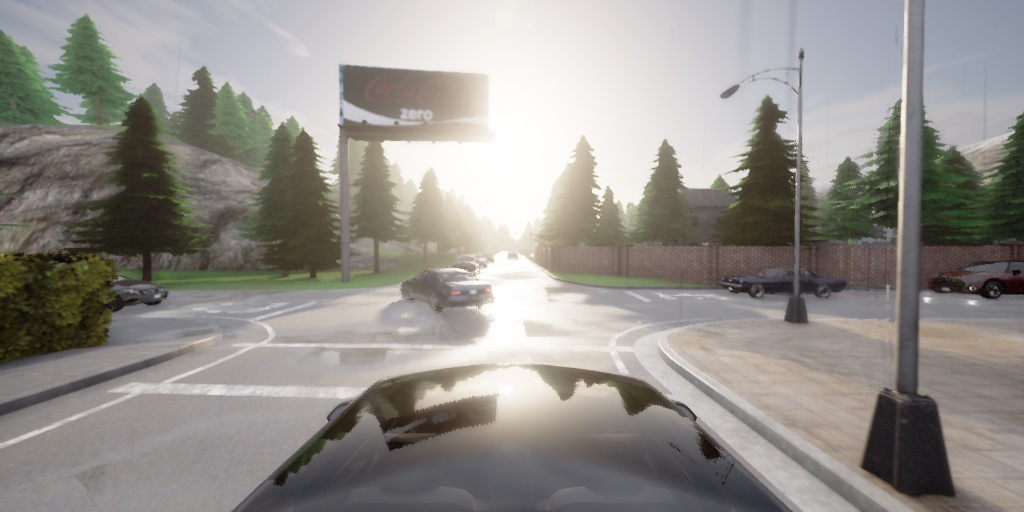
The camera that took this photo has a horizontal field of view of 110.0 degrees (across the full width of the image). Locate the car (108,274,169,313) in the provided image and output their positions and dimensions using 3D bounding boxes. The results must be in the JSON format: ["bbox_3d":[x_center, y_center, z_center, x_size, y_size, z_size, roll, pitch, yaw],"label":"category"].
[{"bbox_3d":[-15.321,1.211,12.895,4.674,1.442,1.812,0,1,-6],"label":"car"}]

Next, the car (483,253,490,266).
[{"bbox_3d":[-3.584,0.498,37.771,1.812,1.442,4.674,0,1,0],"label":"car"}]

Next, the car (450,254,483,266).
[{"bbox_3d":[-3.593,0.688,27.980,1.837,1.490,4.892,0,1,0],"label":"car"}]

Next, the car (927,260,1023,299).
[{"bbox_3d":[22.184,0.961,16.427,4.553,1.767,2.097,0,1,1],"label":"car"}]

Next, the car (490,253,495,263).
[{"bbox_3d":[-3.560,0.262,52.188,1.895,1.301,4.718,0,1,1],"label":"car"}]

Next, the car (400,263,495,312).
[{"bbox_3d":[-2.675,1.184,13.857,2.033,1.411,5.357,-1,2,-34],"label":"car"}]

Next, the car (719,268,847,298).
[{"bbox_3d":[12.334,1.206,16.606,4.718,1.301,1.895,0,1,1],"label":"car"}]
